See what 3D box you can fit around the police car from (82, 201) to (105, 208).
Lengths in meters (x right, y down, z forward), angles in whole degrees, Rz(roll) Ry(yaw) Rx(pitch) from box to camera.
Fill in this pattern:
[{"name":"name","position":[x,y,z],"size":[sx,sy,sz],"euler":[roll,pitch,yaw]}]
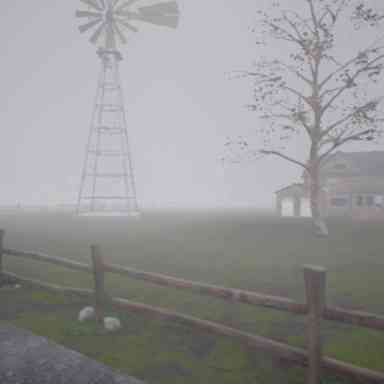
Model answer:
[{"name":"police car","position":[-20.038,2.566,67.286],"size":[2.038,1.542,4.974],"euler":[0,-1,35]}]
